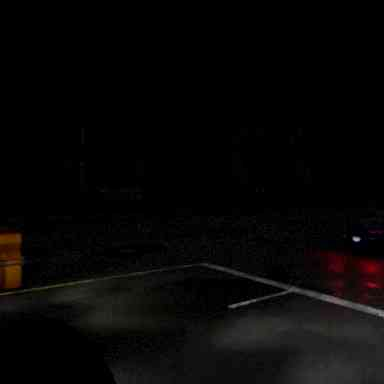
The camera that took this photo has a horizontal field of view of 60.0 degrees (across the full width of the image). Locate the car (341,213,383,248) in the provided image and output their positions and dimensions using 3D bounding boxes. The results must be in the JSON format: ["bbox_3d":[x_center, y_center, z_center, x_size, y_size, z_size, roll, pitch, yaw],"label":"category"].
[{"bbox_3d":[8.023,1.594,13.766,4.674,1.442,1.812,0,0,-35],"label":"car"}]

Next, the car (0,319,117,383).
[{"bbox_3d":[-2.734,1.595,1.797,4.718,1.301,1.895,0,0,-35],"label":"car"}]
